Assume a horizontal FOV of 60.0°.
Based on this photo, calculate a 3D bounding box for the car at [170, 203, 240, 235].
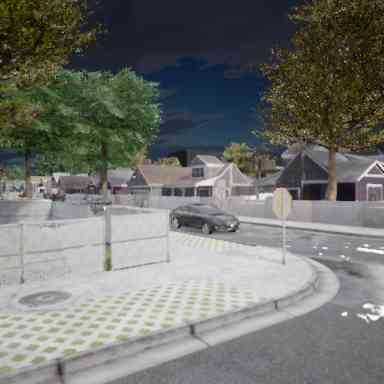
[{"bbox_3d":[0.596,1.432,18.625,1.837,1.490,4.892,0,0,-36],"label":"car"}]

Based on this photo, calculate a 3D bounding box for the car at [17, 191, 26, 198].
[{"bbox_3d":[-40.564,0.813,80.886,2.150,2.045,5.566,0,0,-36],"label":"car"}]

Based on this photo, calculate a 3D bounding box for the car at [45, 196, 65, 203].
[{"bbox_3d":[-19.251,1.246,46.461,1.882,1.535,5.008,0,0,-36],"label":"car"}]

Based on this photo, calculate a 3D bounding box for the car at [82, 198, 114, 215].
[{"bbox_3d":[-9.219,1.334,32.317,2.128,1.511,4.902,0,0,-36],"label":"car"}]
